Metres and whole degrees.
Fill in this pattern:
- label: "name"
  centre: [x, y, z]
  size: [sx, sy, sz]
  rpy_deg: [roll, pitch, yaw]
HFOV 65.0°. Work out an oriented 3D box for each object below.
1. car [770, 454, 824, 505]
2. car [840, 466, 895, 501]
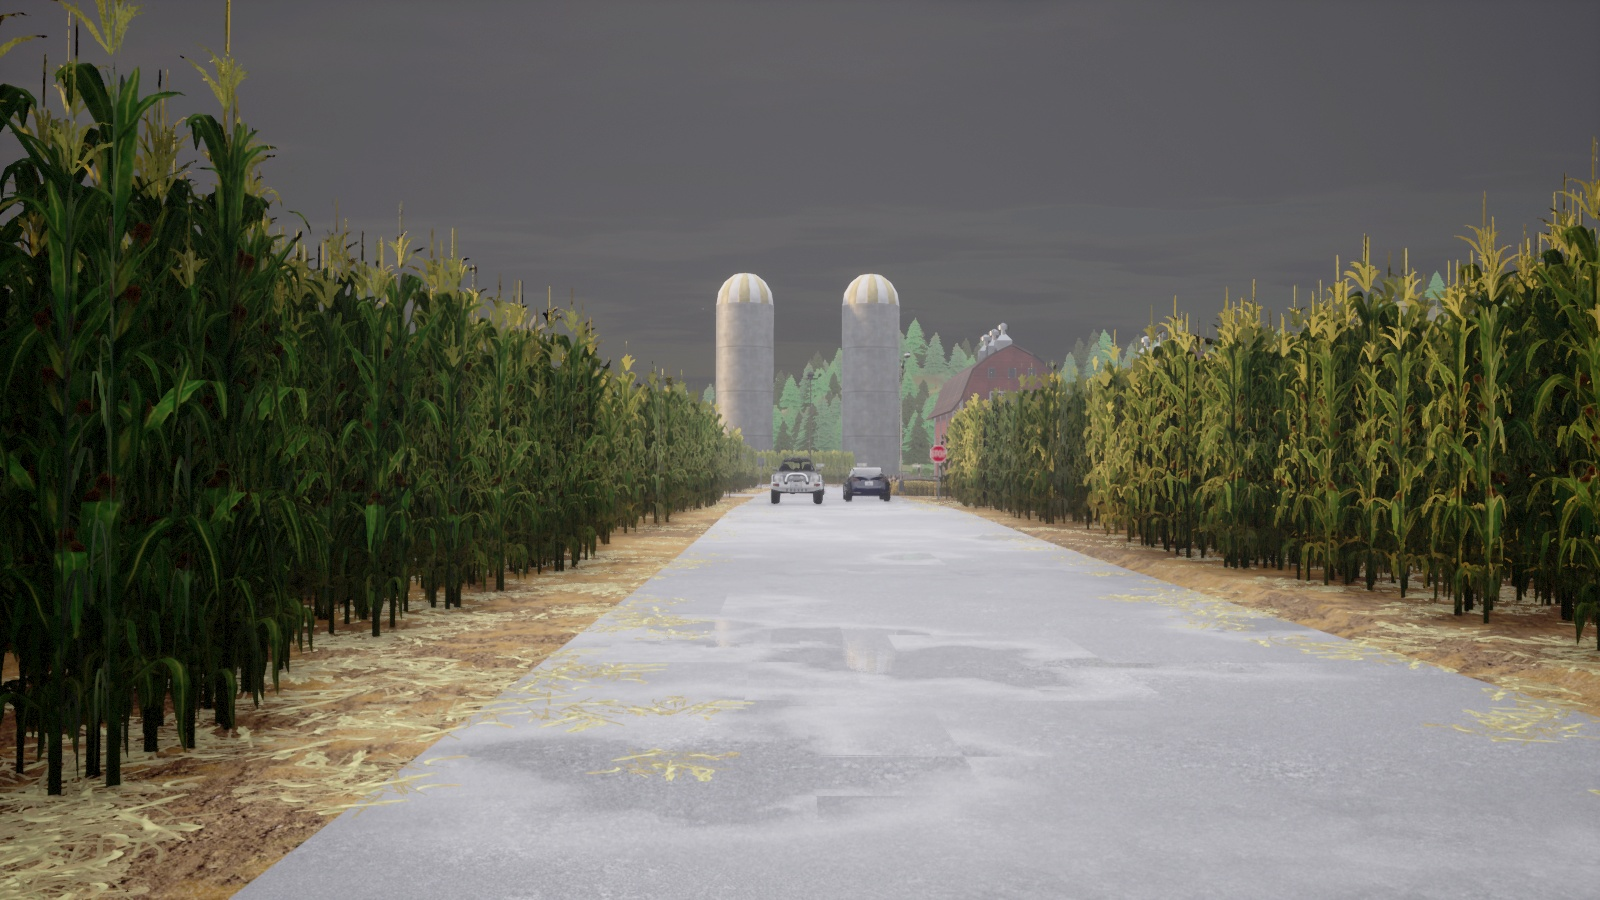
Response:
- label: "car"
  centre: [-0.115, 1.136, 47.986]
  size: [1.932, 1.855, 4.605]
  rpy_deg: [0, -2, 0]
- label: "car"
  centre: [2.962, 1.484, 56.122]
  size: [2.163, 1.488, 4.792]
  rpy_deg: [0, -1, 0]
